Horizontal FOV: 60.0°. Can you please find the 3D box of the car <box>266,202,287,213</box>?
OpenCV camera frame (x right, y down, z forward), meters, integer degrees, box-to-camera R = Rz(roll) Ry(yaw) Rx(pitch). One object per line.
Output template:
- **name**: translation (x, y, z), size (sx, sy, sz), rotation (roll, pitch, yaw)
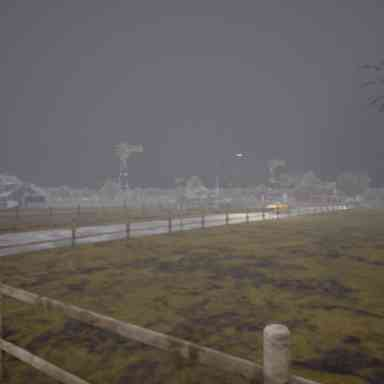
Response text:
- **car**: translation (12.883, 2.325, 50.652), size (1.882, 1.535, 5.008), rotation (1, 0, 35)
